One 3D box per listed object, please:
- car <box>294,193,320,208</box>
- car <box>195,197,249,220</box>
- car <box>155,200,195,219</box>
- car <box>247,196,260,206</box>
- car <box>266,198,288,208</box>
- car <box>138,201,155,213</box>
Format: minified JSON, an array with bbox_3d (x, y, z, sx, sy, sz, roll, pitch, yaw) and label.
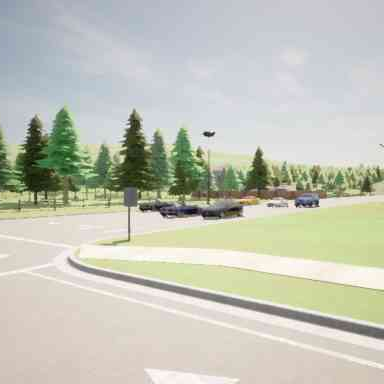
[{"bbox_3d":[16.501,1.223,47.491,2.150,2.045,5.566,0,0,37],"label":"car"},{"bbox_3d":[2.705,1.478,28.743,1.882,1.535,5.008,0,0,36],"label":"car"},{"bbox_3d":[-0.818,1.601,29.856,1.895,1.301,4.718,0,0,36],"label":"car"},{"bbox_3d":[9.648,1.477,55.864,1.882,1.535,5.008,0,0,37],"label":"car"},{"bbox_3d":[12.322,1.525,47.731,1.812,1.442,4.674,0,0,36],"label":"car"},{"bbox_3d":[-3.852,1.601,37.555,1.895,1.301,4.718,0,0,36],"label":"car"}]
